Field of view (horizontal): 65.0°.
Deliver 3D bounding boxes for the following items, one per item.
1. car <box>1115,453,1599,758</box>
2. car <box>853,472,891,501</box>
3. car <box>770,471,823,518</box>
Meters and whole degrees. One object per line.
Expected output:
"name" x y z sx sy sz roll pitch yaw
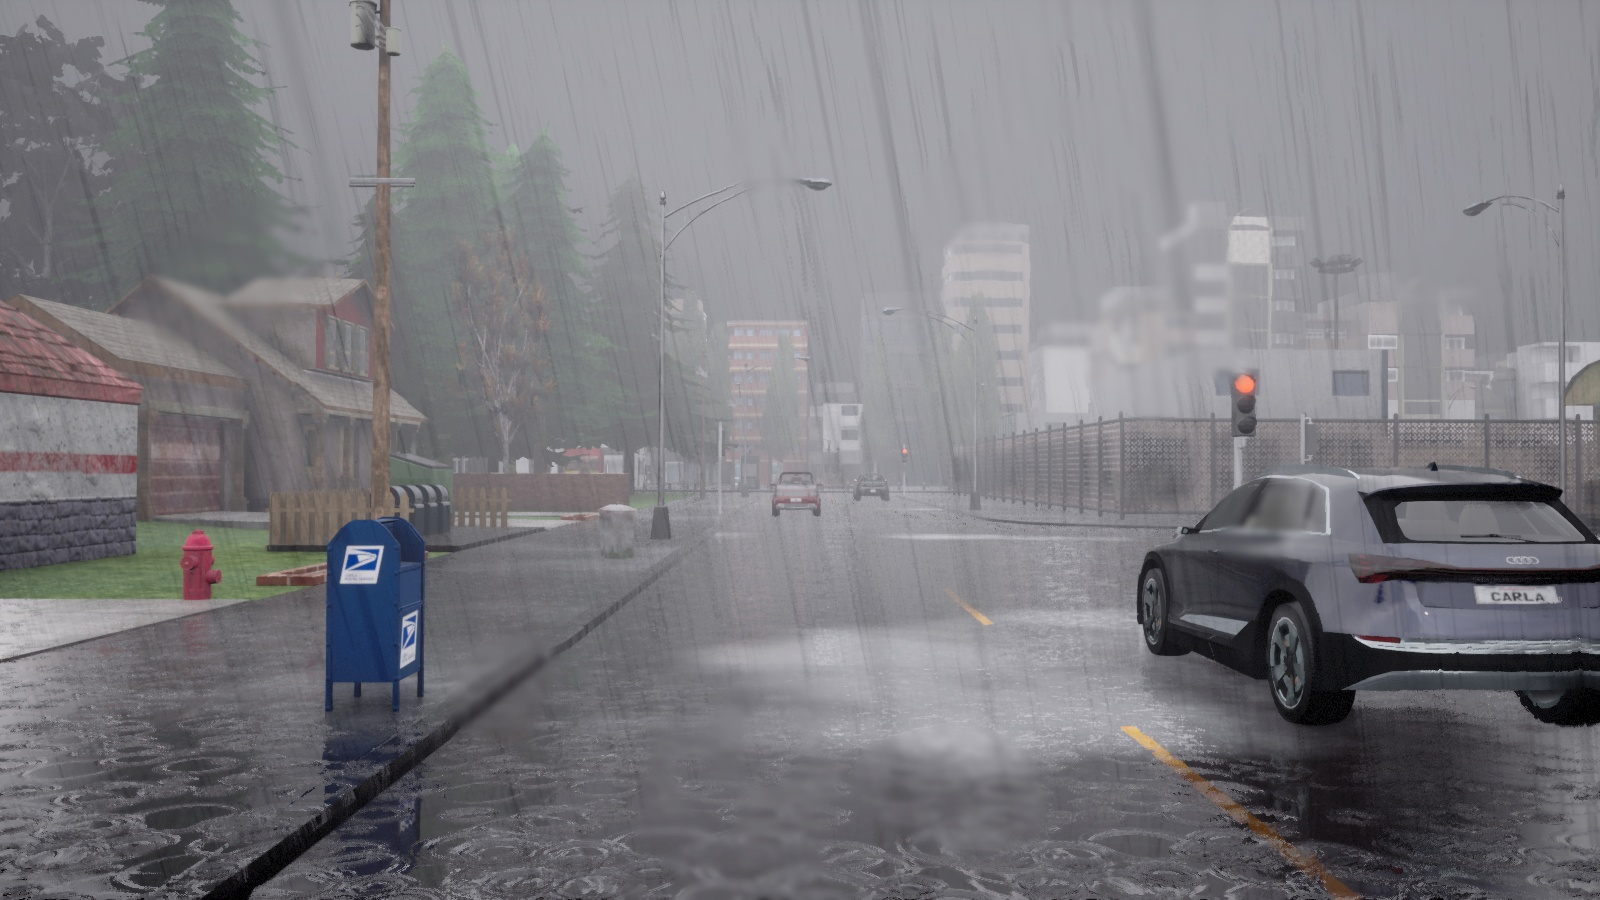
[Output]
"car" 3.983 0.884 9.267 2.033 1.649 4.856 0 -1 -1
"car" 3.826 1.944 67.556 1.816 1.474 4.193 0 -1 0
"car" -0.115 1.535 44.241 1.789 1.549 3.705 0 -1 0
